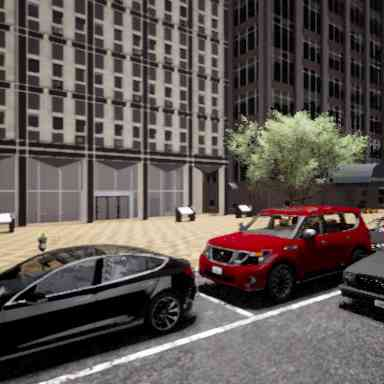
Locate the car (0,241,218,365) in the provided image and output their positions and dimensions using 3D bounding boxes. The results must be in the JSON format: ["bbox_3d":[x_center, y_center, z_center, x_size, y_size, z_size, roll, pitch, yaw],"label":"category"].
[{"bbox_3d":[-1.922,1.566,5.191,4.313,1.339,1.947,0,0,-35],"label":"car"}]

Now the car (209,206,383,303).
[{"bbox_3d":[2.573,1.313,8.397,5.009,1.841,2.192,0,0,-35],"label":"car"}]

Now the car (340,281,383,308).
[{"bbox_3d":[5.451,1.545,7.266,5.357,1.411,2.033,0,0,-35],"label":"car"}]
